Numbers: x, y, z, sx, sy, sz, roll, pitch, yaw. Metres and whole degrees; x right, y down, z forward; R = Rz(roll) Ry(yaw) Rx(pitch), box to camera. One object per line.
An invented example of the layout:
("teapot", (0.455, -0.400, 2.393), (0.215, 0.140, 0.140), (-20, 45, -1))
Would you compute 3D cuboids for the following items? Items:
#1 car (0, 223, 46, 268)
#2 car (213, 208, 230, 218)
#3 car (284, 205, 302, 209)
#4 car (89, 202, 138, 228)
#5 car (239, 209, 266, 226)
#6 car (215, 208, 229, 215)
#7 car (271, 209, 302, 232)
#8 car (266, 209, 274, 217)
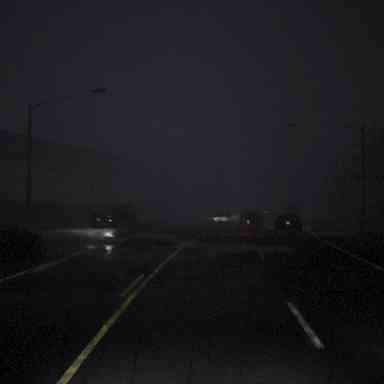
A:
("car", (-6.374, 1.665, 10.230), (1.994, 1.385, 4.181), (0, -1, 6))
("car", (4.709, 3.323, 52.027), (1.994, 1.385, 4.181), (0, -3, 19))
("car", (14.080, 2.858, 46.418), (2.150, 2.045, 5.566), (0, -2, 18))
("car", (-6.549, 1.892, 28.496), (2.150, 2.045, 5.566), (0, -3, 15))
("car", (5.747, 2.462, 32.162), (1.837, 1.490, 4.892), (0, -2, 17))
("car", (6.041, 3.904, 66.983), (1.994, 1.385, 4.181), (0, -2, 18))
("car", (7.379, 2.260, 25.594), (1.994, 1.385, 4.181), (0, -2, 16))
("car", (11.683, 3.263, 50.368), (2.128, 1.511, 4.902), (0, -2, 19))
